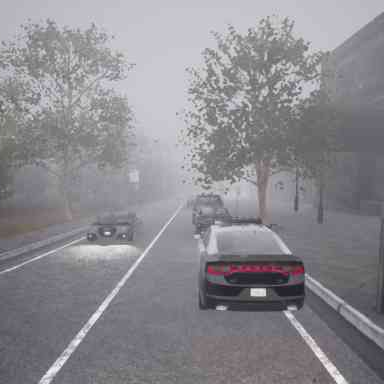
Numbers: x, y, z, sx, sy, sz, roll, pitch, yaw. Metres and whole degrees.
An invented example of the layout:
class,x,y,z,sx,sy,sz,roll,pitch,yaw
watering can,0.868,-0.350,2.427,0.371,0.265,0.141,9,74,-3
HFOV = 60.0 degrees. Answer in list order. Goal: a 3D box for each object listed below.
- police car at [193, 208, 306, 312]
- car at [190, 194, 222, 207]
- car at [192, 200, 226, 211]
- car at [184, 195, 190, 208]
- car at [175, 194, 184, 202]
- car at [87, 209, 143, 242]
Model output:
class,x,y,z,sx,sy,sz,roll,pitch,yaw
police car,1.075,1.410,7.937,1.930,1.638,5.238,0,0,0
car,1.123,1.178,23.927,2.150,2.045,5.566,0,0,0
car,1.105,1.444,17.876,1.882,1.535,5.008,0,0,0
car,0.225,1.513,45.892,1.895,1.301,4.718,0,0,0
car,-2.487,1.322,73.141,1.837,1.490,4.892,0,0,6
car,-3.551,1.533,15.939,1.994,1.385,4.181,0,0,0
